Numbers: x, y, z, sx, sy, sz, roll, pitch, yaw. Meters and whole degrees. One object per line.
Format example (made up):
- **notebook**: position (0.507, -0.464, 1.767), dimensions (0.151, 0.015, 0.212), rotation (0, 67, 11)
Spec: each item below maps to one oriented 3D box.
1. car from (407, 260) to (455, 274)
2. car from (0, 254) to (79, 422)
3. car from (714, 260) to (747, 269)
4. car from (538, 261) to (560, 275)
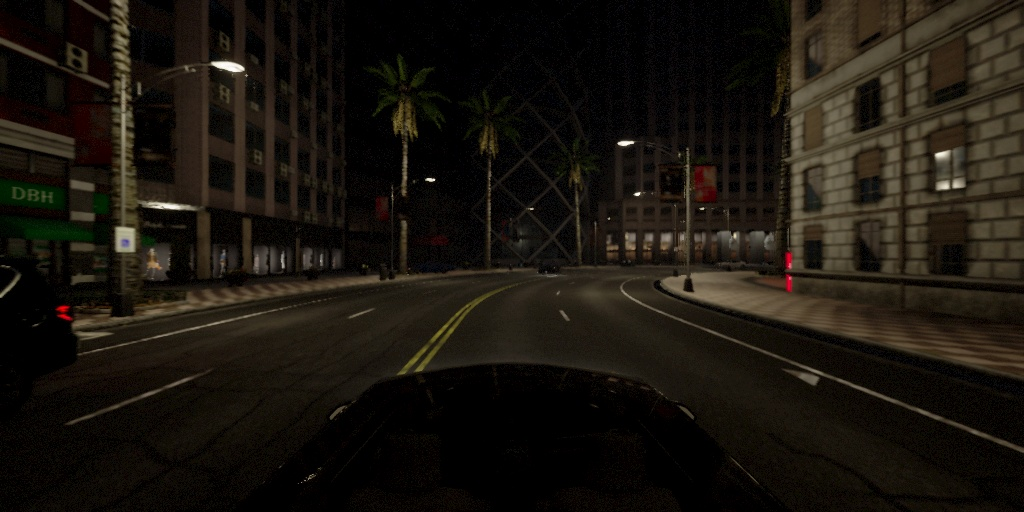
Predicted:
- **car**: position (-8.317, 1.134, 36.040), dimensions (5.357, 1.411, 2.033), rotation (0, 0, -43)
- **car**: position (-7.075, 0.971, 2.553), dimensions (2.150, 2.045, 5.566), rotation (0, 0, 0)
- **car**: position (33.585, 1.264, 55.079), dimensions (4.674, 1.442, 1.812), rotation (0, 0, -3)
- **car**: position (4.214, 1.284, 39.938), dimensions (2.033, 1.411, 5.357), rotation (0, 0, 15)
